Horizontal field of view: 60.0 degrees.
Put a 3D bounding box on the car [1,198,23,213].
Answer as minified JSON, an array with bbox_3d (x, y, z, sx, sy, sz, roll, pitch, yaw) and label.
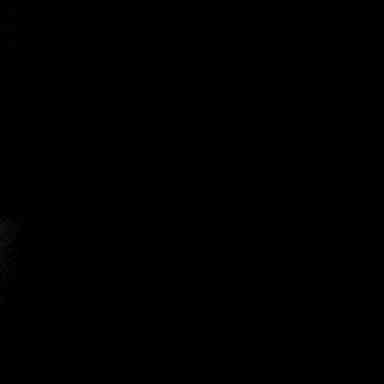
[{"bbox_3d":[-17.055,1.248,34.444,1.882,1.535,5.008,-2,0,34],"label":"car"}]

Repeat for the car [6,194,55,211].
[{"bbox_3d":[-18.446,1.164,38.164,2.097,1.767,4.553,-2,0,34],"label":"car"}]
